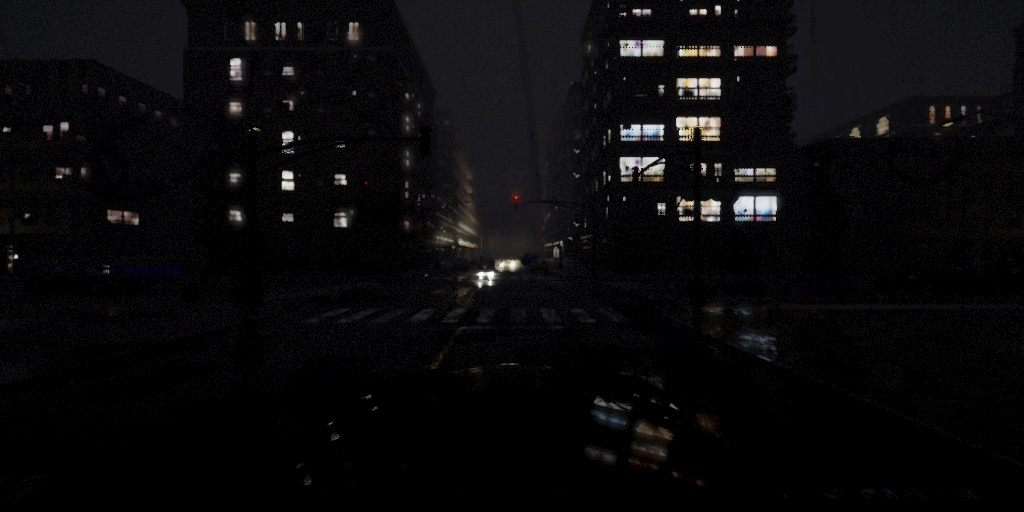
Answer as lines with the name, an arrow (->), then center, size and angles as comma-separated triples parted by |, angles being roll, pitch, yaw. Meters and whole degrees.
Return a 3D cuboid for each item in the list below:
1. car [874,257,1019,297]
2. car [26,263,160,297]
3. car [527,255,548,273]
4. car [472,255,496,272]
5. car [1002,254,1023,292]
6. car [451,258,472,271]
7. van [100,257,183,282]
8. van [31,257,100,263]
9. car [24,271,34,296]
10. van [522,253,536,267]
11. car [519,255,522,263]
car -> 18.694, 0.945, 15.737 | 4.097, 1.591, 1.967 | 0, 0, 1
car -> -19.332, 1.127, 16.344 | 4.403, 1.370, 2.007 | 0, 0, 1
car -> 2.708, 0.904, 36.206 | 1.751, 1.417, 4.829 | 0, 0, 0
car -> -2.737, 0.846, 38.791 | 2.128, 1.511, 4.902 | 0, 1, 0
car -> 24.286, 0.809, 15.648 | 5.009, 1.841, 2.192 | 0, 0, 1
car -> -5.431, 0.902, 38.665 | 2.007, 1.370, 4.403 | 0, 0, 0
van -> -24.800, 0.938, 24.313 | 3.998, 1.789, 1.690 | 0, 0, 1
van -> -30.394, 0.947, 24.402 | 3.998, 1.789, 1.690 | 0, 0, 1
car -> -5.452, 1.076, 0.748 | 2.192, 1.841, 5.009 | 0, 0, 0
van -> 2.616, 0.576, 50.039 | 1.690, 1.789, 3.998 | 0, 0, 0
car -> 2.585, 0.493, 55.692 | 2.192, 1.841, 5.009 | 0, 0, 0
